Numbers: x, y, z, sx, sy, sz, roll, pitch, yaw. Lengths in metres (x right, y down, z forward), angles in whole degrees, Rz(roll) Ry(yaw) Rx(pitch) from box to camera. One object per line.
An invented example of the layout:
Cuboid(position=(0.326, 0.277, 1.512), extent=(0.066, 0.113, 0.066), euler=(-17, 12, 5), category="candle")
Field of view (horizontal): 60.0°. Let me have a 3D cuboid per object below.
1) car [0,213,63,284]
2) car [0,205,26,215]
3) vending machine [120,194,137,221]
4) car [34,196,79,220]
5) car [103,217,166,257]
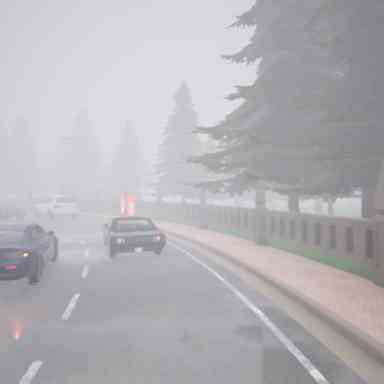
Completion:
Cuboid(position=(-5.006, 1.568, 9.376), extent=(1.812, 1.442, 4.674), euler=(0, 0, -14), category="car")
Cuboid(position=(-15.570, 1.732, 27.674), extent=(1.895, 1.301, 4.718), euler=(0, 0, -45), category="car")
Cuboid(position=(-5.167, 1.246, 26.991), extent=(1.100, 2.100, 0.880), euler=(0, 0, -36), category="vending machine")
Cuboid(position=(-11.773, 1.324, 28.722), extent=(2.150, 2.045, 5.566), euler=(0, 0, -42), category="car")
Cuboid(position=(-2.474, 1.625, 13.165), extent=(1.895, 1.301, 4.718), euler=(0, 0, -18), category="car")
